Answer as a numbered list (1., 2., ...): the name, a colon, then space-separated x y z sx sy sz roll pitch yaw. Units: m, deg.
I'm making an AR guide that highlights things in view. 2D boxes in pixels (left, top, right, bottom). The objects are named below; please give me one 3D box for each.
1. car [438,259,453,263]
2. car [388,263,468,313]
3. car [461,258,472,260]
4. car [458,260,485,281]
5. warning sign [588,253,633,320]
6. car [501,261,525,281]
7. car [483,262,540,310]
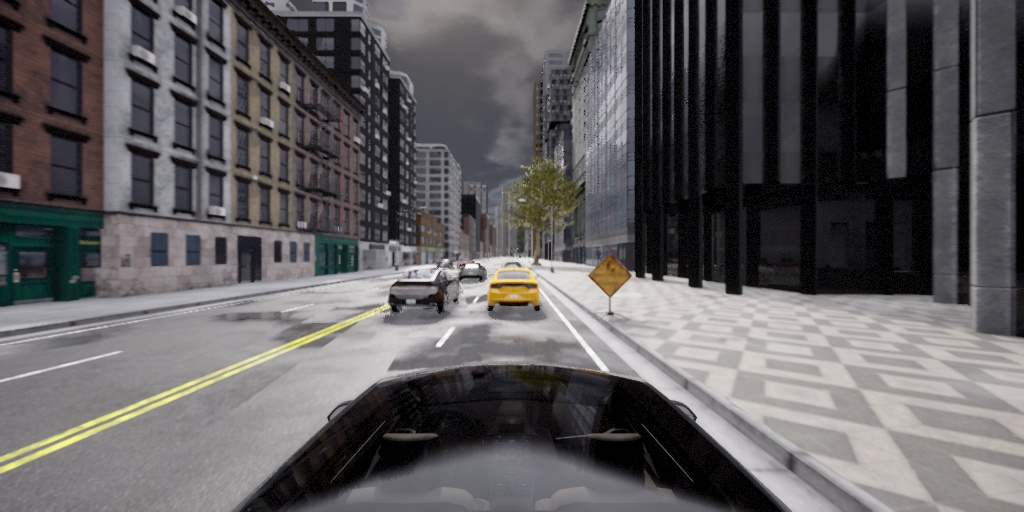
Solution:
1. car: -9.805 1.163 52.886 2.128 1.511 4.902 0 0 0
2. car: -3.175 1.218 13.753 2.128 1.511 4.902 0 0 0
3. car: -6.566 1.025 51.023 2.097 1.767 4.553 0 0 0
4. car: -3.168 1.264 29.602 1.994 1.385 4.181 0 0 0
5. warning sign: 2.853 0.847 10.458 1.300 1.860 1.060 0 0 0
6. car: 0.085 1.224 29.949 1.812 1.442 4.674 0 0 0
7. car: 0.079 1.201 14.556 1.882 1.535 5.008 0 0 0
